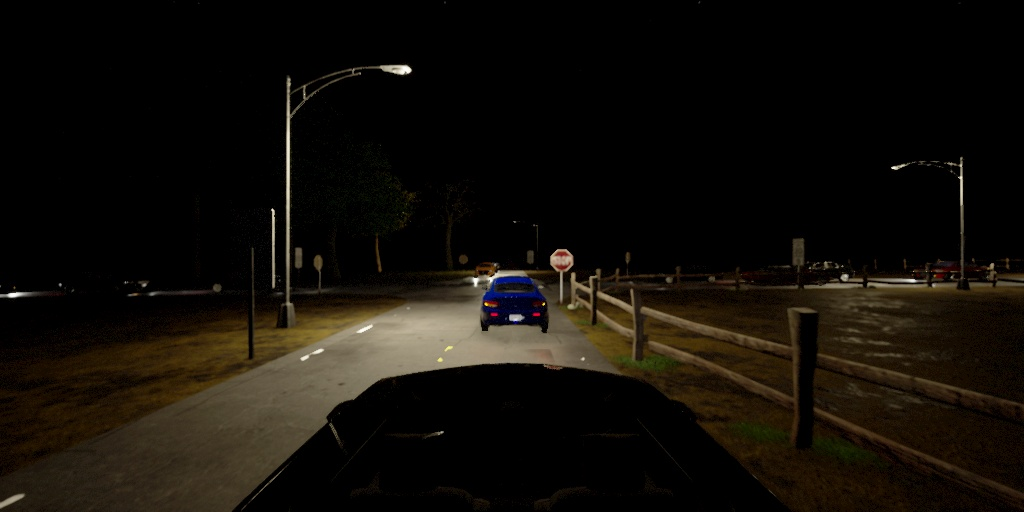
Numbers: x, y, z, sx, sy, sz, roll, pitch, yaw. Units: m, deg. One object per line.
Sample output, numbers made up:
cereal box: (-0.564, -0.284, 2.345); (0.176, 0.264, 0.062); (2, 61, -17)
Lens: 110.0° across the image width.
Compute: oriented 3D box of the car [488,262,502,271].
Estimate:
car: (-2.873, 1.793, 60.630); (2.033, 1.411, 5.357); (0, -1, 0)

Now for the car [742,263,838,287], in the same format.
car: (17.996, 1.303, 23.526); (4.718, 1.301, 1.895); (-1, 0, 0)

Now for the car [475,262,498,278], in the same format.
car: (-2.909, 1.513, 39.436); (1.882, 1.535, 5.008); (0, -1, 1)

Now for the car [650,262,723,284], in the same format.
car: (12.779, 1.226, 26.454); (5.008, 1.535, 1.882); (-1, 0, -1)

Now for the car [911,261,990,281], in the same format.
car: (32.227, 1.080, 26.404); (4.181, 1.385, 1.994); (-1, 0, -1)

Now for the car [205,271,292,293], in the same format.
car: (-17.294, 1.587, 23.721); (5.008, 1.535, 1.882); (-1, 0, 0)

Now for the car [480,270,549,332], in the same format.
car: (0.030, 1.341, 11.026); (1.812, 1.442, 4.674); (0, 0, -1)

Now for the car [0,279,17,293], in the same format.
car: (-35.973, 1.886, 23.795); (4.181, 1.385, 1.994); (-1, 0, 1)

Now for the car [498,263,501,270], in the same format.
car: (-2.878, 1.681, 49.971); (2.033, 1.411, 5.357); (0, -1, 0)

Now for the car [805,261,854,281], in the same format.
car: (22.301, 1.140, 26.445); (4.892, 1.490, 1.837); (-1, 0, 0)

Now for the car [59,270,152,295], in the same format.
car: (-26.796, 1.708, 23.737); (4.902, 1.511, 2.128); (-1, 0, 0)
